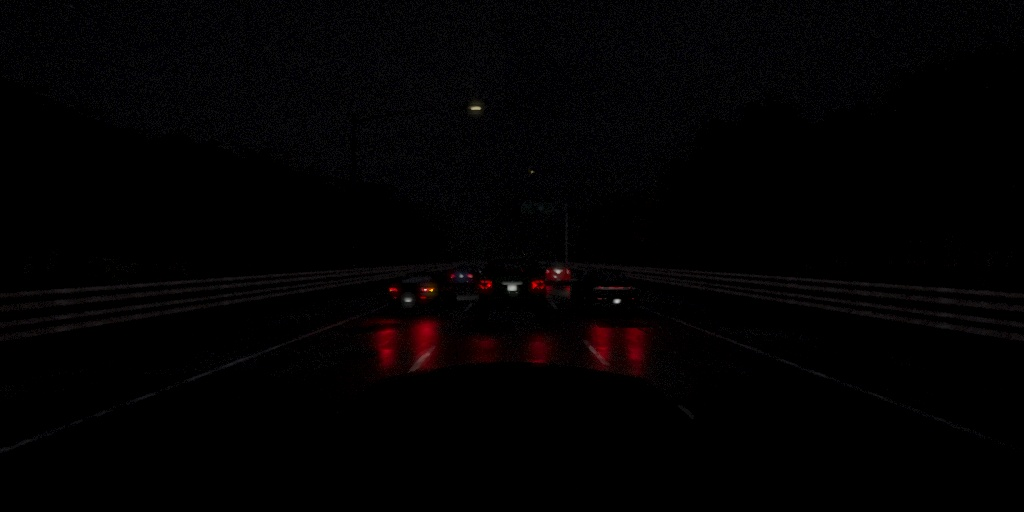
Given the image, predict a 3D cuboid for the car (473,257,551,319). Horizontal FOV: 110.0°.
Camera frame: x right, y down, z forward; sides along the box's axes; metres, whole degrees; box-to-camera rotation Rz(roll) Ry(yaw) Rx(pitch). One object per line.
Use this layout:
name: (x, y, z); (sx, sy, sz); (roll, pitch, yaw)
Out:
car: (0.032, 1.039, 13.266); (2.150, 2.045, 5.566); (0, 0, 1)

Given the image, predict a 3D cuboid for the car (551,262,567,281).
car: (3.547, 1.268, 29.365); (2.097, 1.767, 4.553); (0, 0, 1)

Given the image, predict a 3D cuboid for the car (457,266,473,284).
car: (-3.478, 1.450, 27.284); (2.033, 1.411, 5.357); (0, 0, 0)

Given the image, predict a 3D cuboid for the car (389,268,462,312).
car: (-3.460, 1.349, 14.512); (1.812, 1.442, 4.674); (0, -1, 2)

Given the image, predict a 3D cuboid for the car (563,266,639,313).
car: (3.546, 1.315, 14.443); (2.128, 1.511, 4.902); (0, 0, 1)
